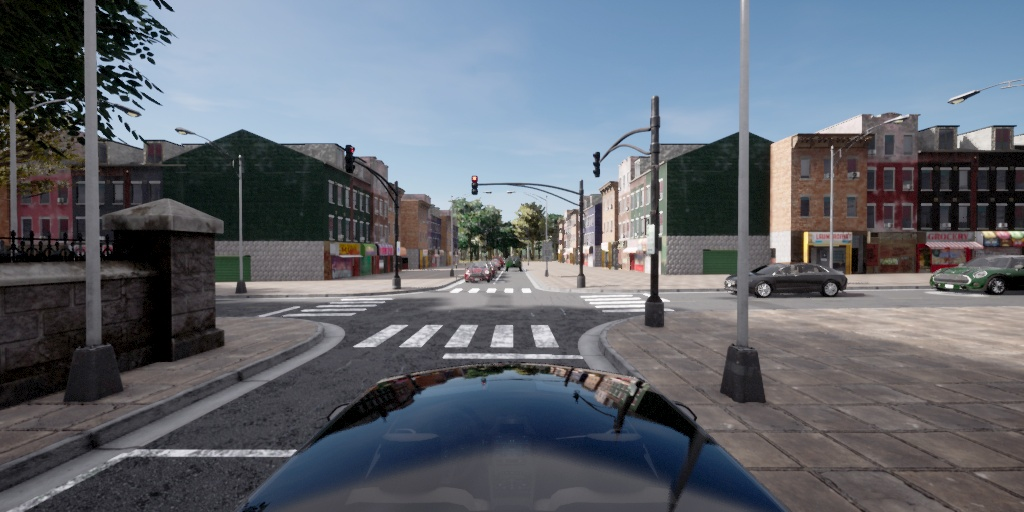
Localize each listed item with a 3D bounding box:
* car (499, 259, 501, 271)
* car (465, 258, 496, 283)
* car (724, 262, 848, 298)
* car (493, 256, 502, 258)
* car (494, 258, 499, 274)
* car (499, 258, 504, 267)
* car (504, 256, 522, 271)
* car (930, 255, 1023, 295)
[{"bbox_3d":[-2.509,1.333,38.978,1.948,1.339,4.313,0,0,0],"label":"car"},{"bbox_3d":[-2.548,1.197,28.109,1.967,1.591,4.097,0,0,0],"label":"car"},{"bbox_3d":[12.326,1.045,16.323,4.892,1.490,1.837,-1,1,0],"label":"car"},{"bbox_3d":[-2.817,1.256,60.919,1.801,1.575,5.366,0,0,0],"label":"car"},{"bbox_3d":[-2.529,1.202,33.543,1.967,1.591,4.097,0,0,0],"label":"car"},{"bbox_3d":[-2.470,1.327,49.847,1.888,1.381,4.507,0,0,0],"label":"car"},{"bbox_3d":[0.270,1.004,50.728,2.150,2.045,5.566,0,0,0],"label":"car"},{"bbox_3d":[22.104,0.763,16.285,4.553,1.767,2.097,-1,1,0],"label":"car"}]
